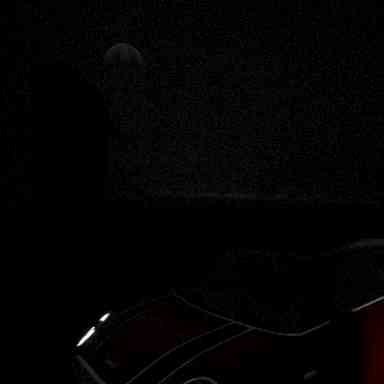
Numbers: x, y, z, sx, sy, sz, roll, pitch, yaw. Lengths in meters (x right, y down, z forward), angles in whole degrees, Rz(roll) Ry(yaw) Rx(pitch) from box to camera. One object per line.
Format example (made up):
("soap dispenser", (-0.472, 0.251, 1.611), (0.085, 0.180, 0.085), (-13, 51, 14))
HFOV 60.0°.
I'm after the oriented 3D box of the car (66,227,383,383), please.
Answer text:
("car", (1.009, 1.364, 3.794), (4.553, 1.767, 2.097), (0, 0, -37))
